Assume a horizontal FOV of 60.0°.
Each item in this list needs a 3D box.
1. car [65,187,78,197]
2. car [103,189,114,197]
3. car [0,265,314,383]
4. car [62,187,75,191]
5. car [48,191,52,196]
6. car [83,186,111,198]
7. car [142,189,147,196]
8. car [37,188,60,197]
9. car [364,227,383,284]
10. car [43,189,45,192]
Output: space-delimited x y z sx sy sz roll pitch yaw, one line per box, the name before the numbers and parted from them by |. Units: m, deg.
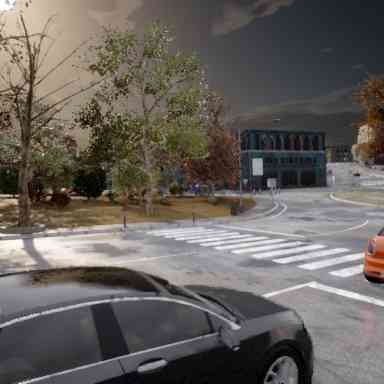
car | -23.024 0.348 67.963 2.163 1.488 4.792 -1 2 17
car | -13.518 0.122 60.817 2.185 1.767 4.553 -2 2 16
car | -0.843 1.502 3.146 4.892 1.490 1.837 1 0 -36
car | -25.392 0.059 69.763 2.435 2.045 5.566 0 2 17
car | -27.743 0.291 71.614 2.231 1.521 4.892 -1 2 18
car | -18.280 0.051 64.423 2.435 2.045 5.566 -2 2 17
car | -8.722 -0.085 57.303 2.435 2.045 5.566 -1 2 16
car | -32.434 0.100 75.250 2.185 1.767 4.553 0 2 18
car | 6.305 1.322 8.241 4.553 1.767 2.097 0 0 -35
car | -30.077 0.260 73.449 2.097 1.535 5.008 0 2 18
